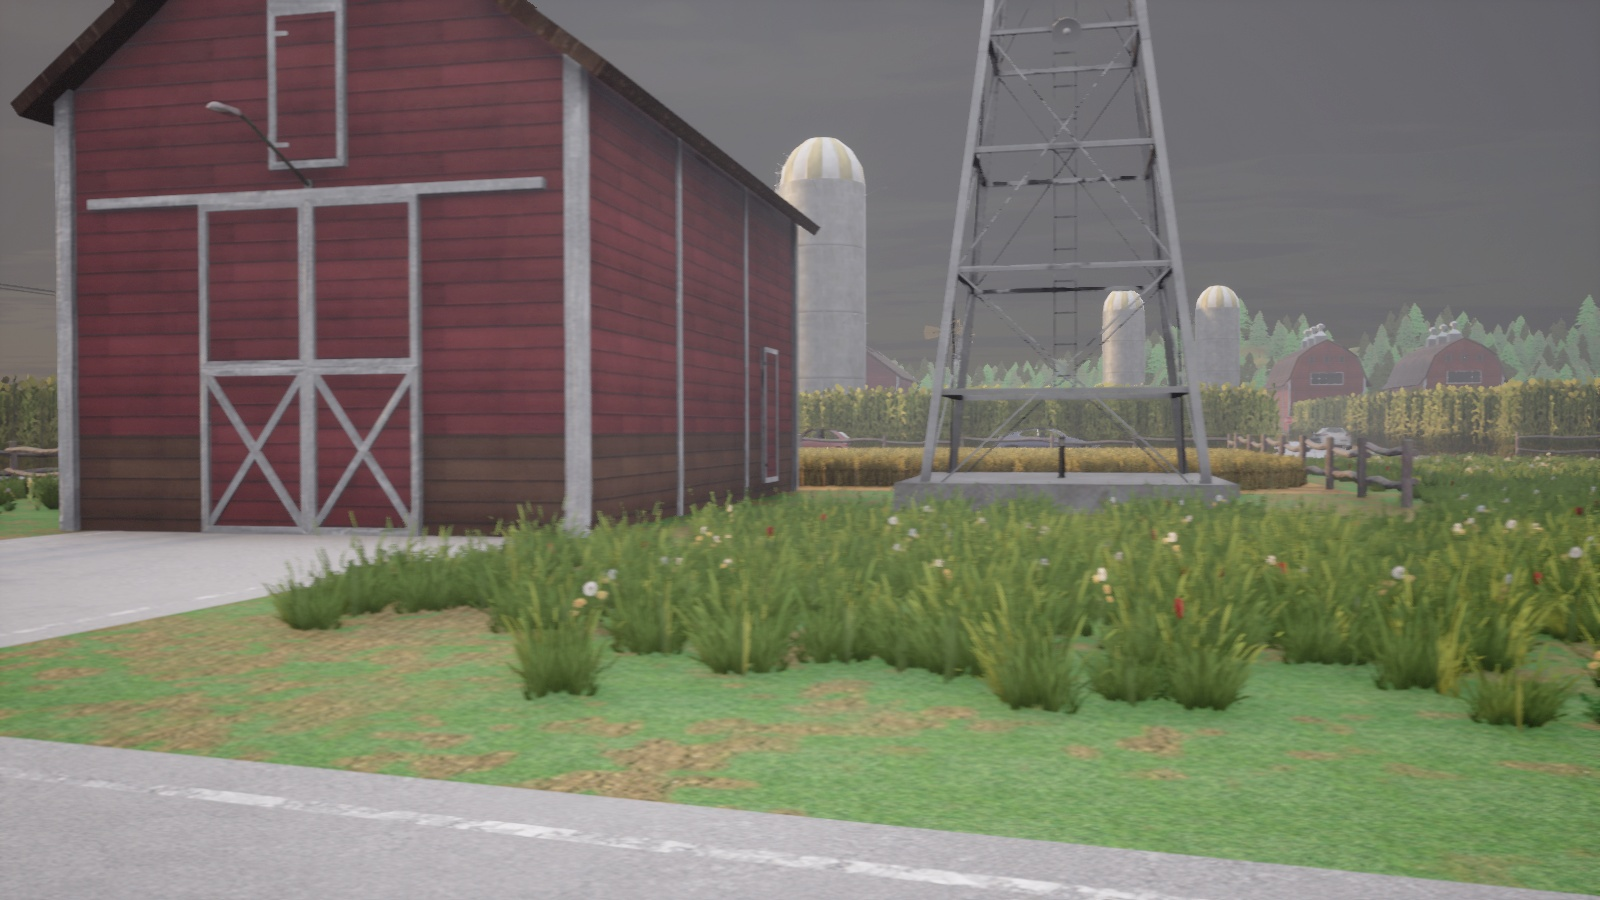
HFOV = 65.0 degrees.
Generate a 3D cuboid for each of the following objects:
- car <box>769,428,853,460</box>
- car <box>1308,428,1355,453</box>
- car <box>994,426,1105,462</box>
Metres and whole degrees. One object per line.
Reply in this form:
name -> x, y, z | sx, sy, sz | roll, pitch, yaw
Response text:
car -> 0.589, -0.309, 64.717 | 3.988, 1.617, 1.851 | 0, 1, 13
car -> 36.778, -0.672, 87.076 | 2.152, 1.651, 5.027 | 0, 1, 13
car -> 11.726, -0.295, 58.971 | 5.027, 1.651, 2.152 | 0, 1, 13
